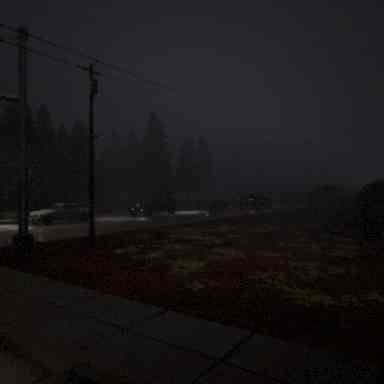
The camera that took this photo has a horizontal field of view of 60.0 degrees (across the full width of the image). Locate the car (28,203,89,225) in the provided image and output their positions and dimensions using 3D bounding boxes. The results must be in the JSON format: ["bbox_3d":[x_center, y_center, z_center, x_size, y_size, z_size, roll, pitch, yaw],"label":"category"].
[{"bbox_3d":[-9.519,1.537,24.231,1.812,1.442,4.674,0,0,36],"label":"car"}]

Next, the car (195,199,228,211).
[{"bbox_3d":[2.397,1.517,40.311,1.895,1.301,4.718,0,0,37],"label":"car"}]

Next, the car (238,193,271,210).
[{"bbox_3d":[7.868,1.109,41.545,2.150,2.045,5.566,0,0,38],"label":"car"}]

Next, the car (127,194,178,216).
[{"bbox_3d":[-3.684,1.185,32.126,2.150,2.045,5.566,0,0,37],"label":"car"}]
